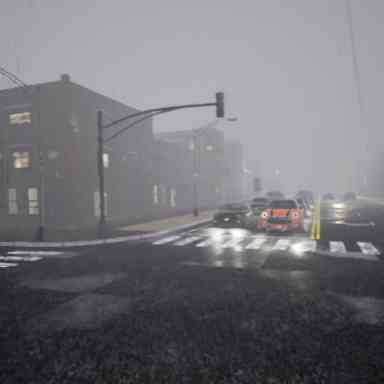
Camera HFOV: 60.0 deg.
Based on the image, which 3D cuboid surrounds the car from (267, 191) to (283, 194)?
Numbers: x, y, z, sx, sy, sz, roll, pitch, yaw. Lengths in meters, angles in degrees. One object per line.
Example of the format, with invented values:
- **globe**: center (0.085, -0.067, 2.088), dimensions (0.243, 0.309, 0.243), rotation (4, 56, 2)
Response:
- **car**: center (10.268, 0.871, 41.236), dimensions (2.150, 2.045, 5.566), rotation (-1, 0, 21)

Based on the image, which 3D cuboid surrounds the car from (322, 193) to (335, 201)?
- **car**: center (23.590, 0.858, 57.611), dimensions (1.812, 1.442, 4.674), rotation (-1, 0, 21)

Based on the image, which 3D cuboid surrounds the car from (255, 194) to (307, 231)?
- **car**: center (5.254, 1.179, 19.129), dimensions (2.097, 1.767, 4.553), rotation (-1, 0, 21)

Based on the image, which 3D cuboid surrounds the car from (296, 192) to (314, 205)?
- **car**: center (12.114, 1.121, 36.991), dimensions (2.128, 1.511, 4.902), rotation (-1, 0, 21)

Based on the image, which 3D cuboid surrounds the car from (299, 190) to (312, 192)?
- **car**: center (15.922, 0.742, 46.777), dimensions (2.150, 2.045, 5.566), rotation (-1, 0, 22)

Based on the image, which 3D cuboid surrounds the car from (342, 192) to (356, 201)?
- **car**: center (26.548, 0.758, 56.254), dimensions (1.882, 1.535, 5.008), rotation (-1, 0, 21)

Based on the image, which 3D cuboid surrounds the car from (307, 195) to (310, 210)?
- **car**: center (8.433, 1.240, 27.413), dimensions (1.837, 1.490, 4.892), rotation (-1, 0, 21)

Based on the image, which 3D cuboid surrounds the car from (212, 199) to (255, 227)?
- **car**: center (2.770, 1.429, 21.717), dimensions (1.994, 1.385, 4.181), rotation (-1, 0, 21)
